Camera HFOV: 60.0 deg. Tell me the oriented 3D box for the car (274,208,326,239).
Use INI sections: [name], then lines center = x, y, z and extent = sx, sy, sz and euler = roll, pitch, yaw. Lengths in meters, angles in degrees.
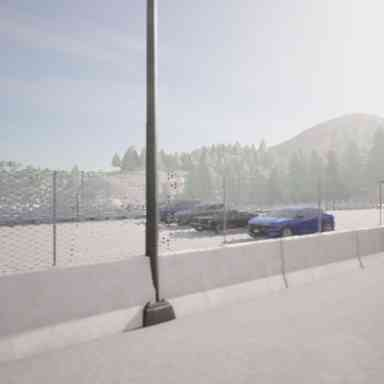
[car]
center = 4.866, 1.437, 16.058
extent = 5.008, 1.535, 1.882
euler = 0, 0, -35
